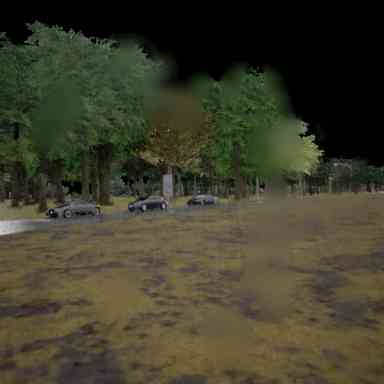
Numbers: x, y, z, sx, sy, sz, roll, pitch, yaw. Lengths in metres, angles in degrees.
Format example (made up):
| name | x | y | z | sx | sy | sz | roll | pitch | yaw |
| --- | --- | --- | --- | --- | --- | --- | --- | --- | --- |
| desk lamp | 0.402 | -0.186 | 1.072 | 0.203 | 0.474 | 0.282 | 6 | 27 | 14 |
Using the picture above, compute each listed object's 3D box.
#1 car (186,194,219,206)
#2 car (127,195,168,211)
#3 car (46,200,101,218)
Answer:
| name | x | y | z | sx | sy | sz | roll | pitch | yaw |
| --- | --- | --- | --- | --- | --- | --- | --- | --- | --- |
| car | 1.464 | 1.018 | 42.227 | 2.033 | 1.411 | 5.357 | -3 | -1 | 35 |
| car | -4.480 | 1.133 | 33.831 | 1.837 | 1.490 | 4.892 | -3 | -1 | 35 |
| car | -9.466 | 1.330 | 26.745 | 1.994 | 1.385 | 4.181 | -3 | -1 | 36 |
